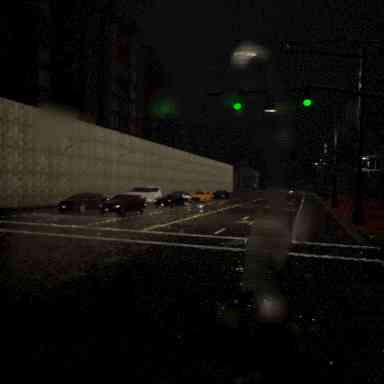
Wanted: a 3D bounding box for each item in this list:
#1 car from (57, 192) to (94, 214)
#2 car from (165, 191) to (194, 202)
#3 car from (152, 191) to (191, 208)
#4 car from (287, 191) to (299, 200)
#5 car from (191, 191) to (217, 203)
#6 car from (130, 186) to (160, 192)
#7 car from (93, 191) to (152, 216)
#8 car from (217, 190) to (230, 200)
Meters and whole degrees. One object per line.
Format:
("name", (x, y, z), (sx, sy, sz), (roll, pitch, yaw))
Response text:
("car", (-8.324, 0.791, 25.911), (1.837, 1.490, 4.892), (2, 1, 19))
("car", (-1.610, 0.564, 45.257), (2.033, 1.411, 5.357), (2, 1, 20))
("car", (-2.062, 0.856, 33.360), (1.895, 1.301, 4.718), (2, 1, 19))
("car", (18.067, 0.603, 59.387), (2.128, 1.511, 4.902), (2, 1, 19))
("car", (1.259, 0.600, 42.899), (1.882, 1.535, 5.008), (2, 1, 19))
("car", (-5.119, 0.377, 35.224), (2.150, 2.045, 5.566), (2, 1, 19))
("car", (-5.025, 0.902, 24.748), (1.812, 1.442, 4.674), (2, 1, 19))
("car", (4.601, 0.467, 52.492), (1.882, 1.535, 5.008), (2, 1, 19))
